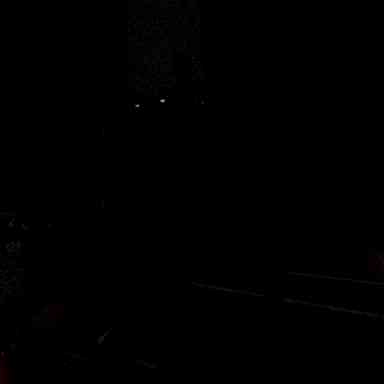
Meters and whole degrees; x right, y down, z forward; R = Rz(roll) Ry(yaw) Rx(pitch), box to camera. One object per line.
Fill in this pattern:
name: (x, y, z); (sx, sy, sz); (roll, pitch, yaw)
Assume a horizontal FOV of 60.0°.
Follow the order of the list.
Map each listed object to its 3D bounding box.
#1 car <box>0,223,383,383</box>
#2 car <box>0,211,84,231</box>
car: (0.701, 1.314, 2.309); (5.009, 1.841, 2.192); (0, 0, 35)
car: (-5.988, 1.458, 12.447); (1.837, 1.490, 4.892); (-2, -1, 26)
